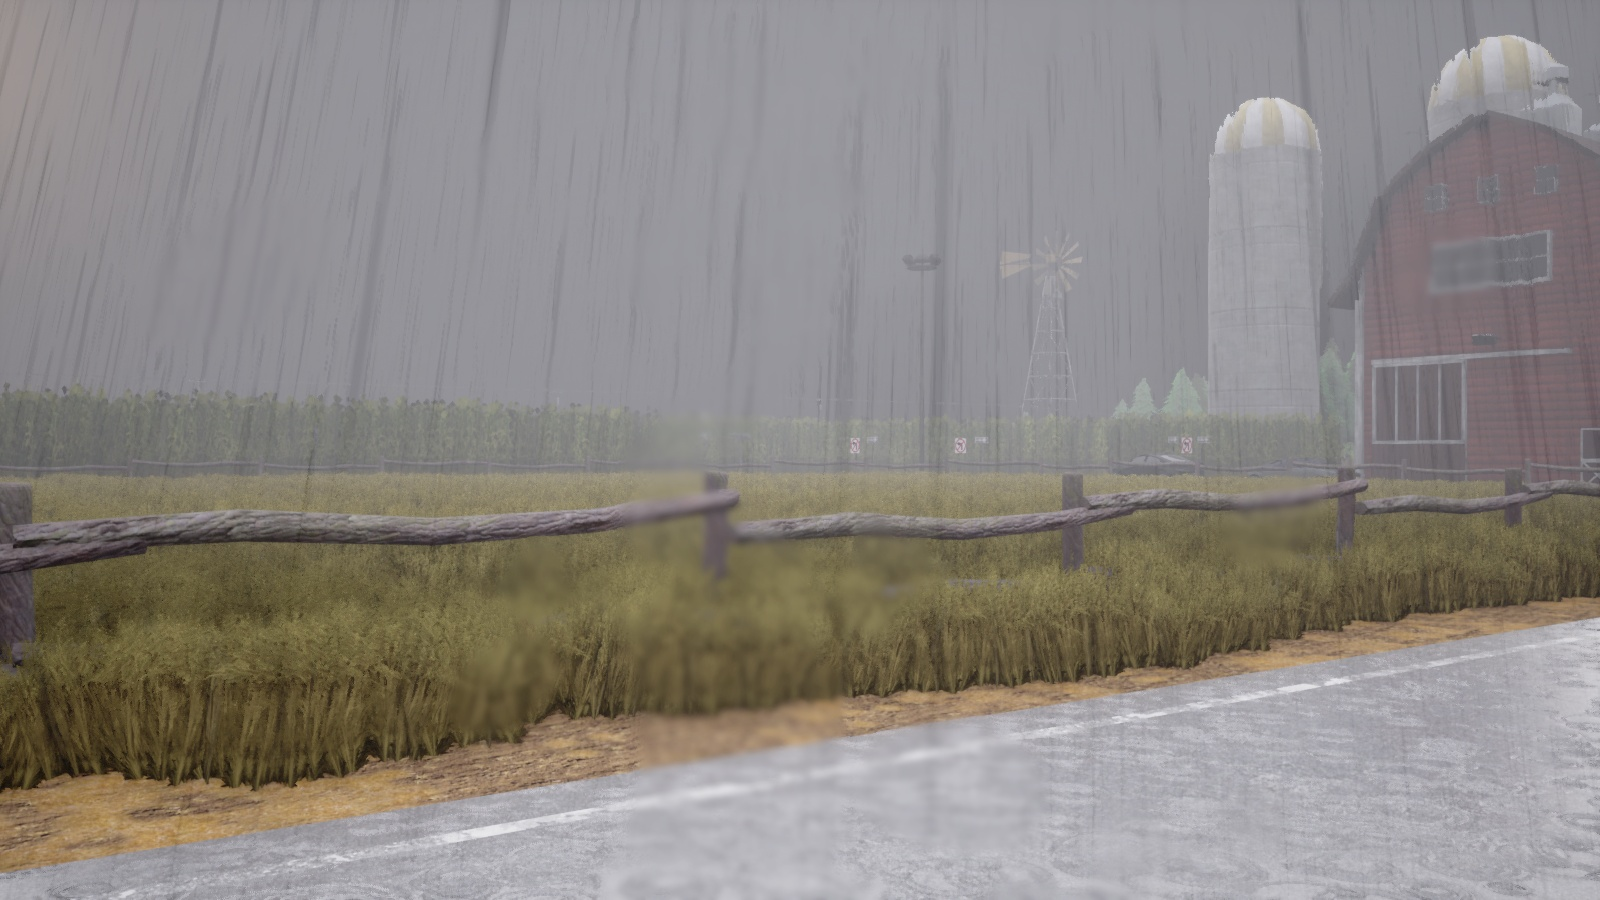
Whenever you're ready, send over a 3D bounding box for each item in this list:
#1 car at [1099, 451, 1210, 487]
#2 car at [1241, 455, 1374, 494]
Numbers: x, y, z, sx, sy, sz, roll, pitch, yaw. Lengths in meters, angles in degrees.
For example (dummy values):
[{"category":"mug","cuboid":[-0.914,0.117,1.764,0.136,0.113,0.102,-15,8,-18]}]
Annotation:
[{"category":"car","cuboid":[16.125,0.829,57.391,1.882,1.535,5.008,0,0,-29]},{"category":"car","cuboid":[19.062,0.884,47.288,1.994,1.385,4.181,0,0,-38]}]
